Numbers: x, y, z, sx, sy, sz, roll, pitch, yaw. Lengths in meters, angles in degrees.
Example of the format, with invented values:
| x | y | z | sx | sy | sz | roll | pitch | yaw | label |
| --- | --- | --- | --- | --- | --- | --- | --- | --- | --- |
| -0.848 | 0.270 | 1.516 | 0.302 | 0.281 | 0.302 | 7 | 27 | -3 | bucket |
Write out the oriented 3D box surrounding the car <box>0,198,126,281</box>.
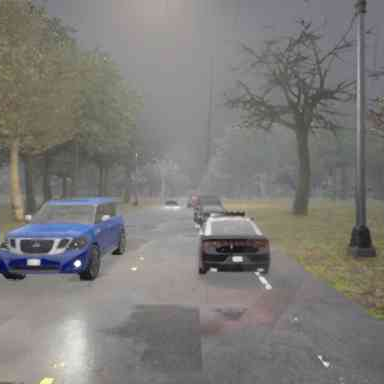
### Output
| x | y | z | sx | sy | sz | roll | pitch | yaw | label |
| --- | --- | --- | --- | --- | --- | --- | --- | --- | --- |
| -3.525 | 1.217 | 10.219 | 2.150 | 2.045 | 5.566 | 0 | 0 | 0 | car |

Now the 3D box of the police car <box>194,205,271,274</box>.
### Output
| x | y | z | sx | sy | sz | roll | pitch | yaw | label |
| --- | --- | --- | --- | --- | --- | --- | --- | --- | --- |
| 1.126 | 1.422 | 10.661 | 1.930 | 1.638 | 5.238 | 0 | 0 | 0 | police car |

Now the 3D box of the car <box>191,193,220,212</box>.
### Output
| x | y | z | sx | sy | sz | roll | pitch | yaw | label |
| --- | --- | --- | --- | --- | --- | --- | --- | --- | --- |
| 1.230 | 1.218 | 26.583 | 2.150 | 2.045 | 5.566 | 0 | 0 | 0 | car |

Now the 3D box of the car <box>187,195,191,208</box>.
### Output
| x | y | z | sx | sy | sz | roll | pitch | yaw | label |
| --- | --- | --- | --- | --- | --- | --- | --- | --- | --- |
| 0.329 | 1.565 | 47.364 | 1.994 | 1.385 | 4.181 | 0 | 0 | 1 | car |

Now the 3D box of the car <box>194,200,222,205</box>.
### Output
| x | y | z | sx | sy | sz | roll | pitch | yaw | label |
| --- | --- | --- | --- | --- | --- | --- | --- | --- | --- |
| 1.190 | 1.500 | 20.553 | 1.837 | 1.490 | 4.892 | 0 | 0 | 0 | car |

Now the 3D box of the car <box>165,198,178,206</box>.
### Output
| x | y | z | sx | sy | sz | roll | pitch | yaw | label |
| --- | --- | --- | --- | --- | --- | --- | --- | --- | --- |
| -3.229 | 1.606 | 53.593 | 1.895 | 1.301 | 4.718 | 0 | 0 | 1 | car |

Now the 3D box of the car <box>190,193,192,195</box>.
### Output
| x | y | z | sx | sy | sz | roll | pitch | yaw | label |
| --- | --- | --- | --- | --- | --- | --- | --- | --- | --- |
| 0.411 | 1.237 | 62.121 | 2.150 | 2.045 | 5.566 | 0 | 0 | 0 | car |
